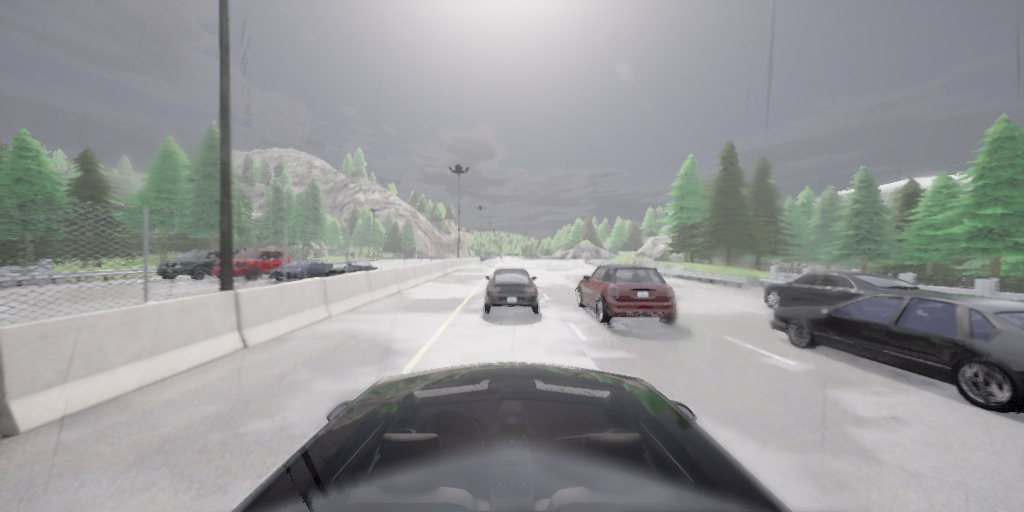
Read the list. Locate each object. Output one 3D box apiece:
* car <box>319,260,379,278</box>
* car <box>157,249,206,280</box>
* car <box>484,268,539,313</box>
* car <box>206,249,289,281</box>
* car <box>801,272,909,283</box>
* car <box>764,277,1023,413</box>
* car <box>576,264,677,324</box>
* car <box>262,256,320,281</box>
[{"bbox_3d":[-10.793,1.014,24.434,1.895,1.301,4.718,1,1,0],"label":"car"},{"bbox_3d":[-21.290,0.527,24.995,2.150,2.045,5.566,1,0,-1],"label":"car"},{"bbox_3d":[-0.035,1.154,13.263,1.812,1.442,4.674,1,1,-1],"label":"car"},{"bbox_3d":[-17.791,0.562,25.038,2.150,2.045,5.566,1,0,-1],"label":"car"},{"bbox_3d":[10.502,1.255,11.637,1.837,1.490,4.892,1,1,-1],"label":"car"},{"bbox_3d":[7.079,1.320,6.048,2.033,1.411,5.357,1,1,-1],"label":"car"},{"bbox_3d":[3.501,1.030,11.795,2.097,1.767,4.553,1,1,-1],"label":"car"},{"bbox_3d":[-14.294,0.921,24.876,2.033,1.411,5.357,1,1,-1],"label":"car"}]
